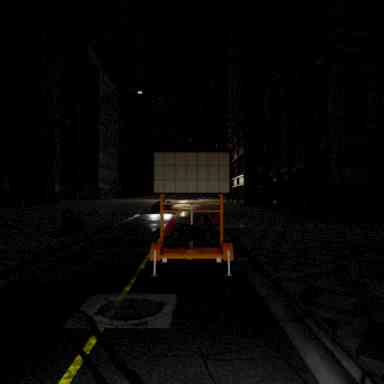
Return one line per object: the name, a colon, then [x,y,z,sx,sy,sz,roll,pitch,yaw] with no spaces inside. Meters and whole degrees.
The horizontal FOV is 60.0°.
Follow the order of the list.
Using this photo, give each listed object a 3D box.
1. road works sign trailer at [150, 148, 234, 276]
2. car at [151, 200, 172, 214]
road works sign trailer: [-0.009,0.464,10.307,2.380,3.560,2.880,0,0,0]
car: [-3.135,1.555,34.815,1.994,1.385,4.181,0,0,0]
